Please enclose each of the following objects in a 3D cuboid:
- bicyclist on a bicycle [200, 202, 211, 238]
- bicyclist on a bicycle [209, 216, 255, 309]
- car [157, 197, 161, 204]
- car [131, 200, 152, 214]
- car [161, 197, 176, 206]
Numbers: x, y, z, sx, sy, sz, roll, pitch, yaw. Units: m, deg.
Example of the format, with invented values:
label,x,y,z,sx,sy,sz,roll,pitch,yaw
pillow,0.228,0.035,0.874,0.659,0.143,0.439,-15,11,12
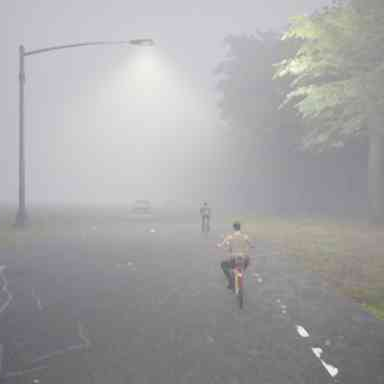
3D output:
label,x,y,z,sx,sy,sz,roll,pitch,yaw
bicyclist on a bicycle,0.644,1.312,15.691,0.582,1.620,1.656,0,0,-2
bicyclist on a bicycle,0.880,1.356,6.653,0.866,1.612,1.509,0,1,-1
car,-6.609,1.829,73.603,2.033,1.411,5.357,0,0,-11
car,-5.014,1.481,33.867,2.033,1.411,5.357,0,-1,-5
car,-3.782,1.649,56.274,1.837,1.490,4.892,0,-1,-8
